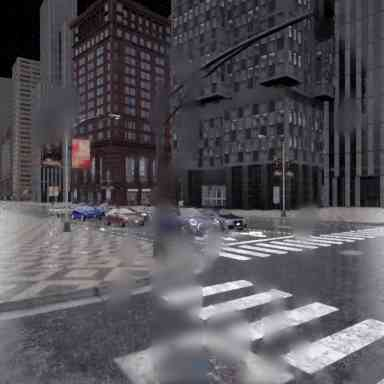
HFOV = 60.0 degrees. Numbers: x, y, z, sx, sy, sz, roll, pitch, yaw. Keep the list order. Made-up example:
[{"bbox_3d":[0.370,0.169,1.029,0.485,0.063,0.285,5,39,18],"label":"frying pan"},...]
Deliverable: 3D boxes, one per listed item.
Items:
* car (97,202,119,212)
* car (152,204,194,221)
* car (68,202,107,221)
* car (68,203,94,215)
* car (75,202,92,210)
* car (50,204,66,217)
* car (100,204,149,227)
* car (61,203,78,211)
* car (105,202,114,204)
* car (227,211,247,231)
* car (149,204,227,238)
[{"bbox_3d":[-14.284,2.462,56.086,1.882,1.535,5.008,0,-1,-36],"label":"car"},{"bbox_3d":[-1.980,2.007,33.385,1.837,1.490,4.892,0,-1,-36],"label":"car"},{"bbox_3d":[-10.910,2.103,34.342,1.882,1.535,5.008,0,-1,-36],"label":"car"},{"bbox_3d":[-15.573,2.352,46.492,2.128,1.511,4.902,0,-1,-35],"label":"car"},{"bbox_3d":[-21.714,2.751,66.434,1.812,1.442,4.674,0,-1,-36],"label":"car"},{"bbox_3d":[-16.680,2.416,42.432,1.895,1.301,4.718,0,-1,-35],"label":"car"},{"bbox_3d":[-5.514,1.975,26.825,1.812,1.442,4.674,0,-1,-36],"label":"car"},{"bbox_3d":[-23.143,2.792,62.852,1.895,1.301,4.718,0,-1,-36],"label":"car"},{"bbox_3d":[-9.534,2.153,38.000,2.128,1.511,4.902,0,-1,-36],"label":"car"},{"bbox_3d":[1.712,1.861,22.331,1.994,1.385,4.181,0,-1,-36],"label":"car"},{"bbox_3d":[-0.361,1.636,19.612,2.097,1.767,4.553,0,-1,-35],"label":"car"}]
